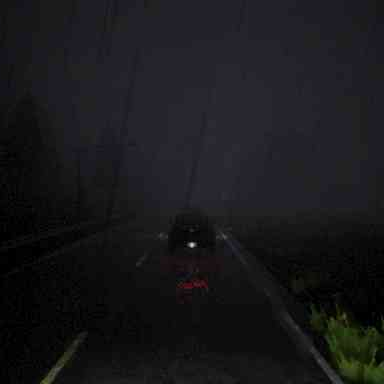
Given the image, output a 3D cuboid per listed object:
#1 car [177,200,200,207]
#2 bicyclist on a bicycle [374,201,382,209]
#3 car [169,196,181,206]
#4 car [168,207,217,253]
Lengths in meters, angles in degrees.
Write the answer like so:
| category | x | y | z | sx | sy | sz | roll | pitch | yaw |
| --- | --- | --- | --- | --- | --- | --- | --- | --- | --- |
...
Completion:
| category | x | y | z | sx | sy | sz | roll | pitch | yaw |
| --- | --- | --- | --- | --- | --- | --- | --- | --- | --- |
| car | 0.010 | 1.764 | 29.283 | 2.128 | 1.511 | 4.902 | 0 | 0 | 0 |
| bicyclist on a bicycle | 18.262 | 1.671 | 32.730 | 0.582 | 1.620 | 1.656 | 0 | 2 | 0 |
| car | -3.485 | 1.871 | 69.835 | 2.150 | 2.045 | 5.566 | 0 | -1 | 0 |
| car | 0.006 | 1.641 | 14.305 | 1.837 | 1.490 | 4.892 | 0 | 0 | 0 |
